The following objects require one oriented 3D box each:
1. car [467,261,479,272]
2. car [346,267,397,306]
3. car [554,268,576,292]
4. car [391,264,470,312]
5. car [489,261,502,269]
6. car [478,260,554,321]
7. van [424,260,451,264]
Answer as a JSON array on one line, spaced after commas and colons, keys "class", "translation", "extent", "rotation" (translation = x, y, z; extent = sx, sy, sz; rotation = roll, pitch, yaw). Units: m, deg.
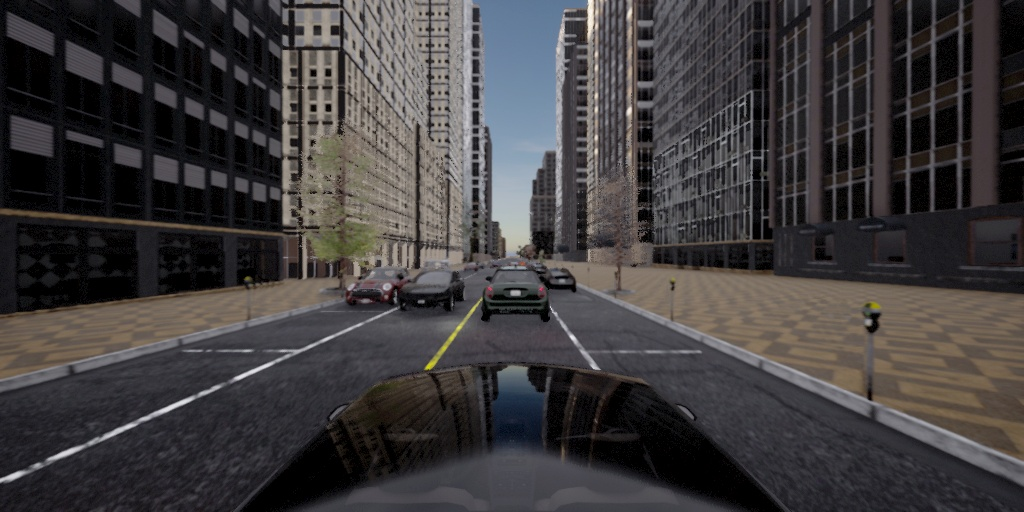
[{"class": "car", "translation": [-5.581, 1.496, 49.766], "extent": [1.802, 1.307, 4.207], "rotation": [0, 0, 0]}, {"class": "car", "translation": [-5.664, 1.234, 15.918], "extent": [1.967, 1.591, 4.097], "rotation": [0, 0, 0]}, {"class": "car", "translation": [2.731, 1.394, 21.531], "extent": [1.948, 1.339, 4.313], "rotation": [0, 0, 0]}, {"class": "car", "translation": [-3.068, 1.271, 14.654], "extent": [1.882, 1.535, 5.008], "rotation": [0, 0, 0]}, {"class": "car", "translation": [-2.892, 1.526, 62.587], "extent": [1.994, 1.385, 4.181], "rotation": [0, 0, 1]}, {"class": "car", "translation": [0.118, 1.143, 12.848], "extent": [2.097, 1.767, 4.553], "rotation": [0, 0, 0]}, {"class": "van", "translation": [-5.637, 1.176, 27.200], "extent": [1.690, 1.789, 3.998], "rotation": [0, 0, 0]}]
